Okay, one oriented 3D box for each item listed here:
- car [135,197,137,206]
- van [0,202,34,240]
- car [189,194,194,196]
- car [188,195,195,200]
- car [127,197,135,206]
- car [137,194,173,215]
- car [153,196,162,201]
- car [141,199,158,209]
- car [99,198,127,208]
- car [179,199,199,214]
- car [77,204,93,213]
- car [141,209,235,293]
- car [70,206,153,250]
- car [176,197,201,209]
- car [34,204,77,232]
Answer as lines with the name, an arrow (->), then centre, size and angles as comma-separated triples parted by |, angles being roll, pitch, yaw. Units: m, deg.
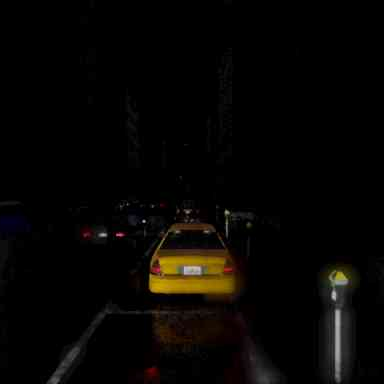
car -> -8.816, 1.451, 47.486 | 1.967, 1.590, 4.097 | 0, 0, 0
van -> -8.815, 1.341, 14.478 | 1.690, 1.788, 3.998 | 0, 0, 0
car -> -0.257, 1.501, 84.576 | 1.967, 1.590, 4.097 | 0, 0, 0
car -> -0.237, 1.635, 95.394 | 2.008, 1.369, 4.403 | 0, 0, 0
car -> -8.815, 1.591, 41.985 | 1.802, 1.307, 4.206 | 0, 0, 0
car -> -3.145, 1.262, 29.289 | 2.150, 2.045, 5.566 | 0, 0, 0
car -> -8.782, 1.642, 84.589 | 1.802, 1.307, 4.206 | 0, 0, 0
car -> -6.145, 1.668, 48.230 | 1.895, 1.301, 4.718 | 0, 0, 0
car -> -8.815, 1.572, 36.483 | 1.947, 1.339, 4.313 | 0, 0, 0
car -> -0.290, 1.557, 36.484 | 2.008, 1.369, 4.403 | 0, 0, 0
car -> -8.815, 1.585, 25.481 | 1.802, 1.307, 4.206 | 0, 0, 0
car -> 0.005, 1.456, 8.840 | 1.801, 1.575, 5.366 | 0, 0, 0
car -> -3.145, 1.565, 14.259 | 2.033, 1.411, 5.357 | 0, 0, 0
car -> -0.290, 1.443, 25.481 | 1.967, 1.590, 4.097 | 0, 0, 0
car -> -8.815, 1.567, 19.979 | 1.947, 1.339, 4.313 | 0, 0, 0
